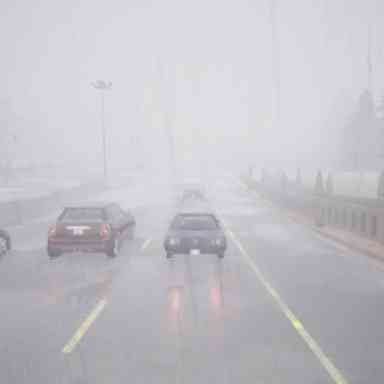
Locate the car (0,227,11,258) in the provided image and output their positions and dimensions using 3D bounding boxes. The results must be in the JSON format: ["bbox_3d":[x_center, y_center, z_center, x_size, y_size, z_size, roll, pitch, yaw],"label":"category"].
[{"bbox_3d":[-6.901,1.378,9.033,1.837,1.490,4.892,0,1,0],"label":"car"}]

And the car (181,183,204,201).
[{"bbox_3d":[0.052,-0.096,29.372,1.812,1.442,4.674,0,7,0],"label":"car"}]

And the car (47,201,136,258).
[{"bbox_3d":[-3.401,1.114,12.073,2.097,1.767,4.553,0,3,0],"label":"car"}]

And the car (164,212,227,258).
[{"bbox_3d":[0.100,1.369,11.886,1.895,1.301,4.718,0,2,0],"label":"car"}]
